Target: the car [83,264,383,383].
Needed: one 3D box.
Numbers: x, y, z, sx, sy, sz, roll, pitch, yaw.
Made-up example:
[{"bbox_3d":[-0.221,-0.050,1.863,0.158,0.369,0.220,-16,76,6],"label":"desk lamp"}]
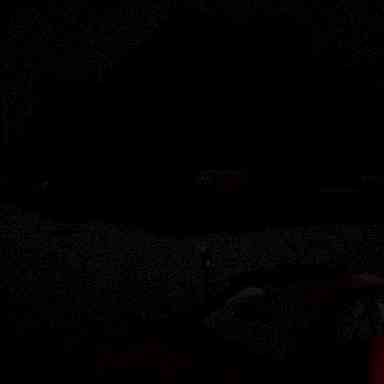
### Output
[{"bbox_3d":[1.163,1.545,3.543,4.507,1.381,1.887,0,0,-31],"label":"car"}]
